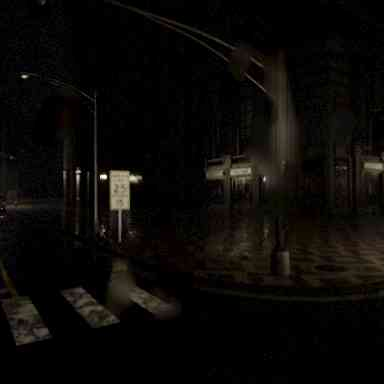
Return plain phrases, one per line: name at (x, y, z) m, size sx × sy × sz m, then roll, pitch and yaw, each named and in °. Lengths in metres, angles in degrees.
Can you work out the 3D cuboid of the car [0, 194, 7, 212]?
car at (-22.513, 1.240, 37.955) m, size 2.150 × 2.045 × 5.566 m, roll 0°, pitch 0°, yaw -33°
